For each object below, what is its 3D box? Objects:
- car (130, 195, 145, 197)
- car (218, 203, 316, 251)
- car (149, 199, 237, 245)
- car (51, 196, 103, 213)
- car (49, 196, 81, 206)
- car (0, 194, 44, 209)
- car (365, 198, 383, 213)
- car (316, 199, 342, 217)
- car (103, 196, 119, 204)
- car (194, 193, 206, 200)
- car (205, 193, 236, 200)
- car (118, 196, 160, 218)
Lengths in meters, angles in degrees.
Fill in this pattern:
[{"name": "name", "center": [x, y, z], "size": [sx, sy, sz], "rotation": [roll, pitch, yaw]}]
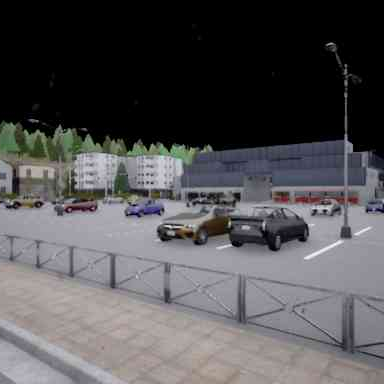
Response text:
[{"name": "car", "center": [-8.449, 1.260, 54.724], "size": [2.152, 1.636, 5.027], "rotation": [0, 0, 37]}, {"name": "car", "center": [3.202, 1.355, 13.446], "size": [2.007, 1.523, 4.514], "rotation": [0, 0, 37]}, {"name": "car", "center": [0.676, 1.354, 15.307], "size": [2.152, 1.636, 5.027], "rotation": [0, 0, 37]}, {"name": "car", "center": [-12.011, 1.379, 34.685], "size": [2.007, 1.523, 4.514], "rotation": [0, 0, 37]}, {"name": "car", "center": [-20.935, 1.431, 54.973], "size": [2.007, 1.523, 4.514], "rotation": [0, 0, 37]}, {"name": "car", "center": [-21.486, 1.211, 42.804], "size": [1.932, 1.855, 4.605], "rotation": [0, 0, 37]}, {"name": "car", "center": [18.981, 1.391, 34.154], "size": [1.845, 1.501, 3.633], "rotation": [0, 0, 37]}, {"name": "car", "center": [12.111, 1.409, 30.061], "size": [1.970, 1.475, 3.806], "rotation": [0, 0, 37]}, {"name": "car", "center": [-13.748, 1.356, 58.358], "size": [1.970, 1.475, 3.806], "rotation": [0, 0, 37]}, {"name": "car", "center": [1.725, 1.150, 46.966], "size": [1.905, 1.878, 3.866], "rotation": [0, 0, 37]}, {"name": "car", "center": [4.286, 1.163, 45.532], "size": [1.932, 1.855, 4.605], "rotation": [0, 0, 37]}, {"name": "car", "center": [-4.091, 1.375, 28.592], "size": [1.845, 1.501, 3.633], "rotation": [0, 0, 37]}]
